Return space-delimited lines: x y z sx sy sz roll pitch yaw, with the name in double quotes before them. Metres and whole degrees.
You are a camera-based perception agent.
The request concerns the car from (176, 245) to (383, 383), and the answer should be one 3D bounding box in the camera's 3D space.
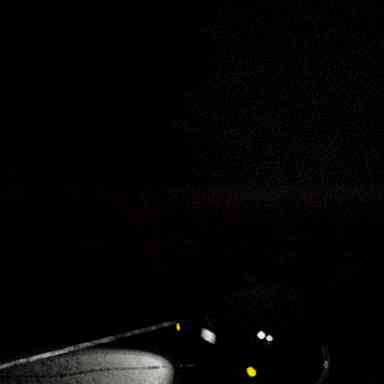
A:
"car" 1.838 1.600 5.228 4.181 1.385 1.994 1 0 -35
